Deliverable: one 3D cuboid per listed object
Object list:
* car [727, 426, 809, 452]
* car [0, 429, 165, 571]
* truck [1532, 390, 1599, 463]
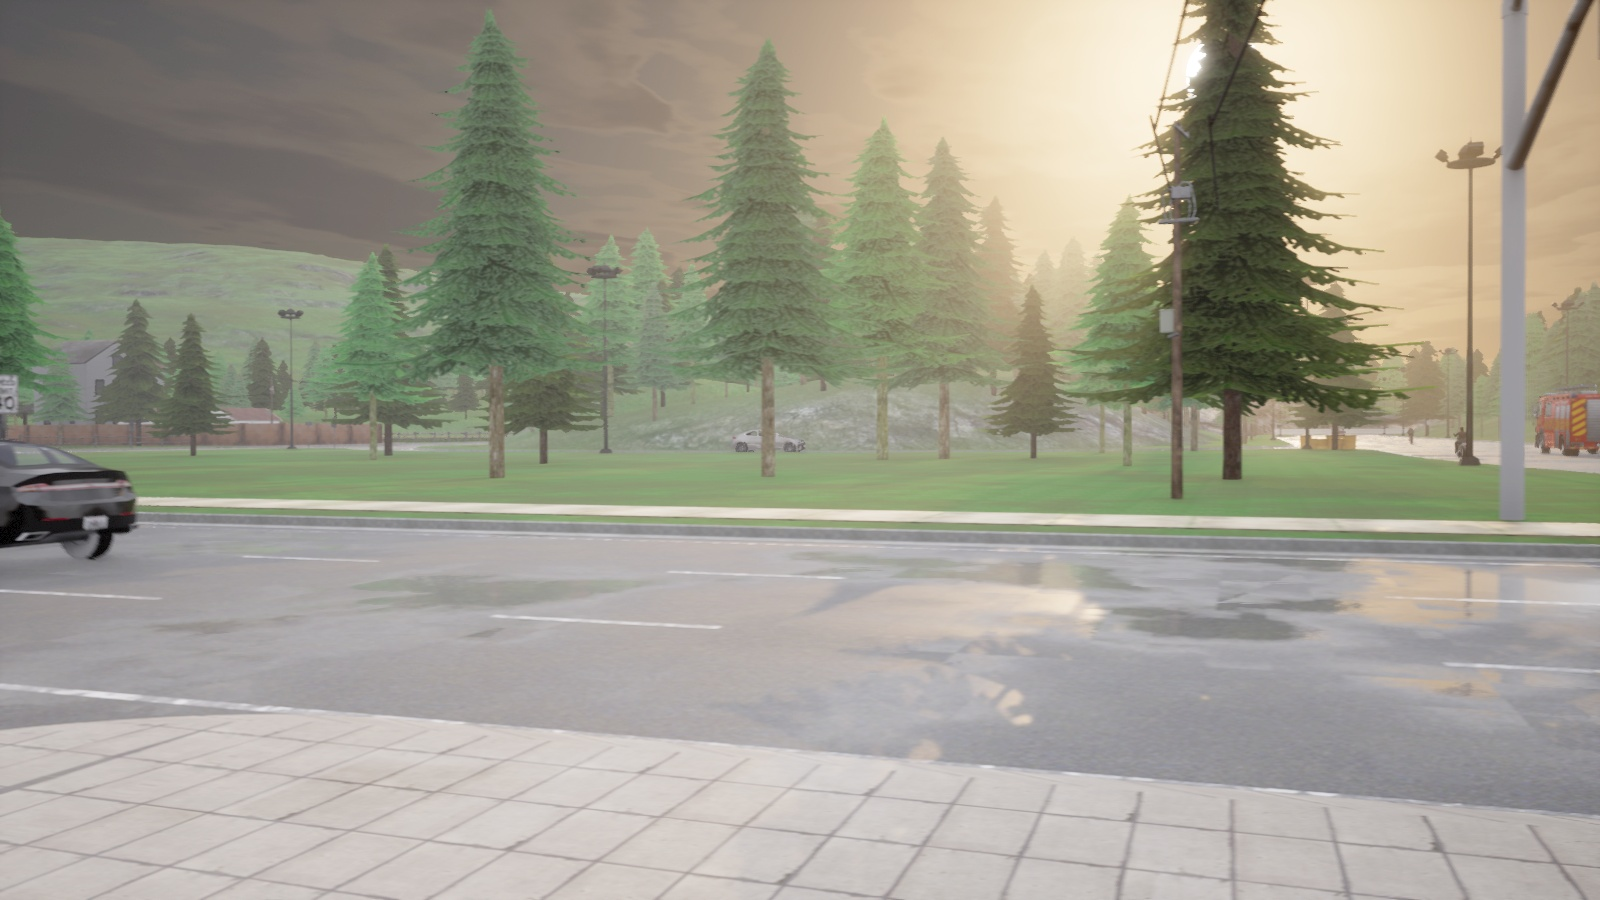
[{"bbox_3d":[-2.115,-0.722,83.144,5.027,1.651,2.152,0,1,14],"label":"car"},{"bbox_3d":[-10.486,0.504,15.267,4.902,1.511,2.128,1,1,19],"label":"car"},{"bbox_3d":[43.668,-1.307,70.460,2.891,3.827,8.468,1,1,19],"label":"truck"}]
